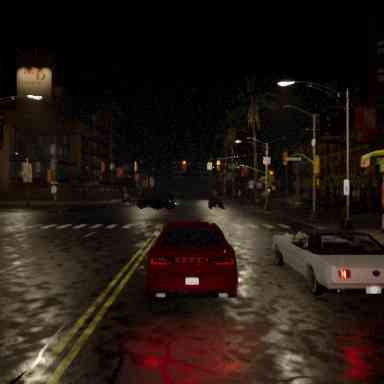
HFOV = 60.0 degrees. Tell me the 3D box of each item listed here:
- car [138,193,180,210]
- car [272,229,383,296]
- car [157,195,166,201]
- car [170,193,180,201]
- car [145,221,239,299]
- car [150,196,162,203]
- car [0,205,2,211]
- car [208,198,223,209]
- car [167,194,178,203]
[{"bbox_3d":[-4.555,1.205,41.962,2.150,2.045,5.566,1,-1,-45],"label":"car"},{"bbox_3d":[3.495,1.597,8.618,1.895,1.301,4.718,0,0,0],"label":"car"},{"bbox_3d":[-7.799,1.491,84.684,1.812,1.442,4.674,0,0,-1],"label":"car"},{"bbox_3d":[-4.298,1.192,84.551,2.150,2.045,5.566,0,0,-1],"label":"car"},{"bbox_3d":[-0.006,1.474,8.530,1.882,1.535,5.008,0,0,0],"label":"car"},{"bbox_3d":[-7.674,1.512,71.568,2.033,1.411,5.357,0,0,-1],"label":"car"},{"bbox_3d":[-22.327,1.478,34.290,4.902,1.511,2.128,0,0,-1],"label":"car"},{"bbox_3d":[3.179,1.508,45.106,1.812,1.442,4.674,0,0,-1],"label":"car"},{"bbox_3d":[-4.171,1.327,71.306,2.097,1.767,4.553,0,0,-1],"label":"car"}]
